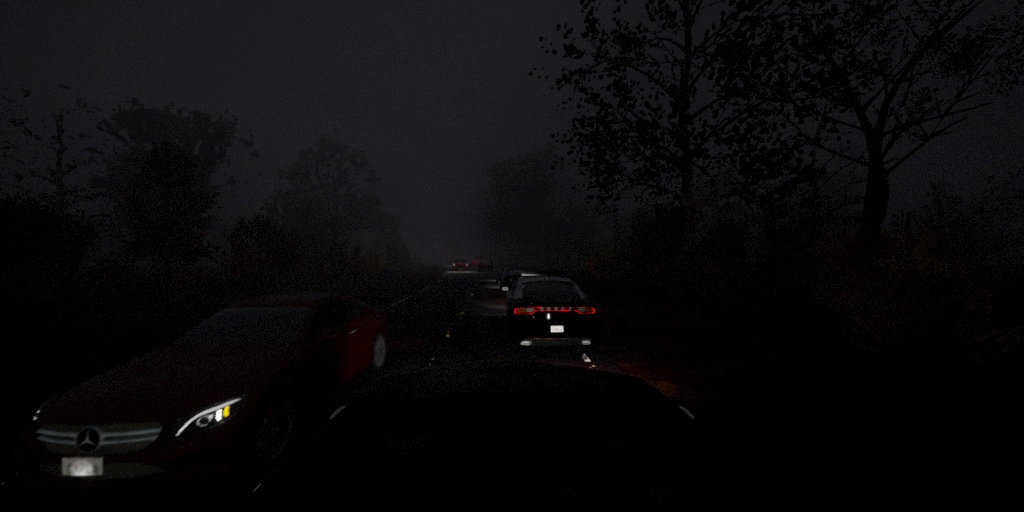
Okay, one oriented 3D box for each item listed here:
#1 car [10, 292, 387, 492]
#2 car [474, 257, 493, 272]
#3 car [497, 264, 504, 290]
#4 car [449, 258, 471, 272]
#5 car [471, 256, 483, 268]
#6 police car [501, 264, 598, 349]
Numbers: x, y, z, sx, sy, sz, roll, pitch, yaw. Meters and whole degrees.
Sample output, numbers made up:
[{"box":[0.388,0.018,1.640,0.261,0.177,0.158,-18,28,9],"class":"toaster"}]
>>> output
[{"box":[-3.176,1.275,4.942,1.812,1.442,4.674,0,0,-1],"class":"car"},{"box":[-3.581,1.223,47.117,1.882,1.535,5.008,0,0,-9],"class":"car"},{"box":[0.312,1.275,19.311,1.812,1.442,4.674,0,0,-4],"class":"car"},{"box":[-6.831,1.099,47.134,2.097,1.767,4.553,0,0,-9],"class":"car"},{"box":[-5.994,0.965,60.674,2.150,2.045,5.566,0,0,-12],"class":"car"},{"box":[0.774,1.175,9.352,1.930,1.638,5.238,0,0,-2],"class":"police car"}]
